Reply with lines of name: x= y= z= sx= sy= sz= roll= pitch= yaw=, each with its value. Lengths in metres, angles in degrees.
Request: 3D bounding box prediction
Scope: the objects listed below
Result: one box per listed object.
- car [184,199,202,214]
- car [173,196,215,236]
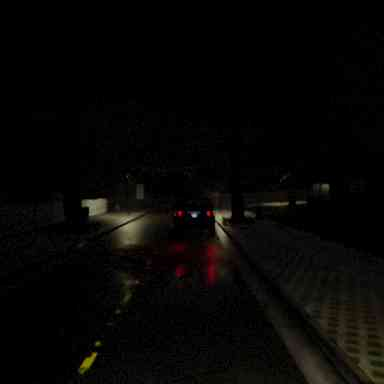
car: x=0.079 y=1.530 z=36.414 sx=1.882 sy=1.535 sz=5.008 roll=0 pitch=0 yaw=0
car: x=0.095 y=1.249 z=18.716 sx=2.150 sy=2.045 sz=5.566 roll=0 pitch=-1 yaw=0
